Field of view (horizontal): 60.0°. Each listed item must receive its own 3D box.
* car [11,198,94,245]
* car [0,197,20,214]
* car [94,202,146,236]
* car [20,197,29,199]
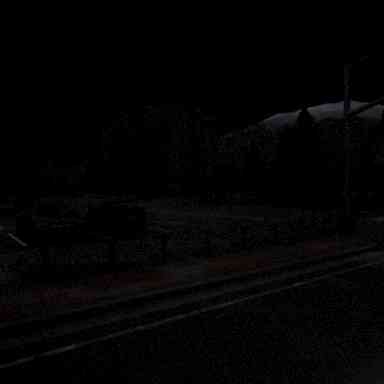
[{"bbox_3d":[-6.510,1.286,15.121,2.152,1.636,5.027,-1,1,-36],"label":"car"},{"bbox_3d":[-17.323,1.339,30.336,1.970,1.475,3.806,-1,1,-36],"label":"car"},{"bbox_3d":[-3.998,1.253,17.001,2.007,1.523,4.514,-1,1,-36],"label":"car"},{"bbox_3d":[-19.255,1.289,38.096,1.845,1.501,3.633,-1,1,-36],"label":"car"}]
